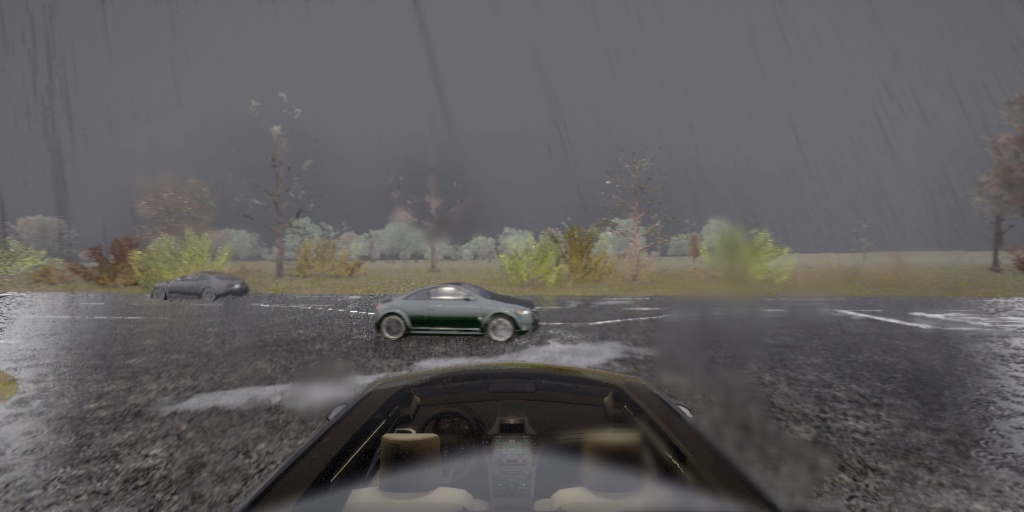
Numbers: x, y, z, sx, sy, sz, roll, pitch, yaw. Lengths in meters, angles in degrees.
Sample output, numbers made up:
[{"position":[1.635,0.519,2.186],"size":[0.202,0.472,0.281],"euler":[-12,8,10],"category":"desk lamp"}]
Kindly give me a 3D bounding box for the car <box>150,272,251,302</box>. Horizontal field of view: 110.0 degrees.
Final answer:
[{"position":[-15.639,1.525,18.099],"size":[4.181,1.385,1.994],"euler":[0,0,6],"category":"car"}]

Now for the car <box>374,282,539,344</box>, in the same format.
[{"position":[-1.387,1.387,9.447],"size":[4.181,1.385,1.994],"euler":[-1,0,7],"category":"car"}]
